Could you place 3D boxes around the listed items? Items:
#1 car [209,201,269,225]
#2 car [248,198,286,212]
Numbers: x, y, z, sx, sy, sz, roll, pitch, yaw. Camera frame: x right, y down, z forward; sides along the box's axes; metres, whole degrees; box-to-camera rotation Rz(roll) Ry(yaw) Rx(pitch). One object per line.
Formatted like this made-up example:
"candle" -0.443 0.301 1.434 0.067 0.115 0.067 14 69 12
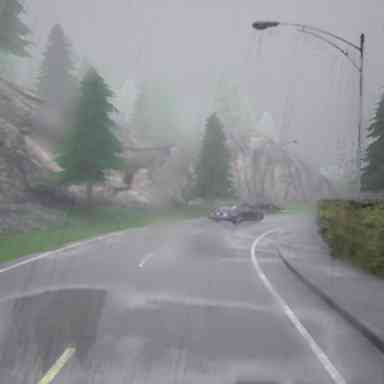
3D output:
"car" 3.456 1.645 25.154 2.033 1.411 5.357 1 0 40
"car" 8.469 1.509 39.748 5.357 1.411 2.033 3 5 -15
